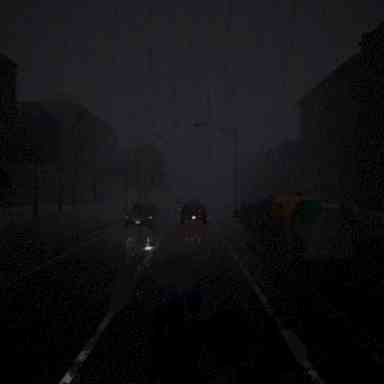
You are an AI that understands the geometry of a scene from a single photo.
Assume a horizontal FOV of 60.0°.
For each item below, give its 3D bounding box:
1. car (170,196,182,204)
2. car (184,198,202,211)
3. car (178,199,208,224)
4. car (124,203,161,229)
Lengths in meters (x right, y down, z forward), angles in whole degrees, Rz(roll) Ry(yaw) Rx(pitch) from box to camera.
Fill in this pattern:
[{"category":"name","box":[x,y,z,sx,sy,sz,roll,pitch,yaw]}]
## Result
[{"category":"car","box":[-2.972,1.561,63.215,1.837,1.490,4.892,0,0,1]},{"category":"car","box":[0.137,1.555,41.789,2.033,1.411,5.357,0,0,0]},{"category":"car","box":[0.125,1.483,24.783,1.837,1.490,4.892,0,-1,0]},{"category":"car","box":[-3.077,1.454,21.322,2.128,1.511,4.902,0,0,0]}]
